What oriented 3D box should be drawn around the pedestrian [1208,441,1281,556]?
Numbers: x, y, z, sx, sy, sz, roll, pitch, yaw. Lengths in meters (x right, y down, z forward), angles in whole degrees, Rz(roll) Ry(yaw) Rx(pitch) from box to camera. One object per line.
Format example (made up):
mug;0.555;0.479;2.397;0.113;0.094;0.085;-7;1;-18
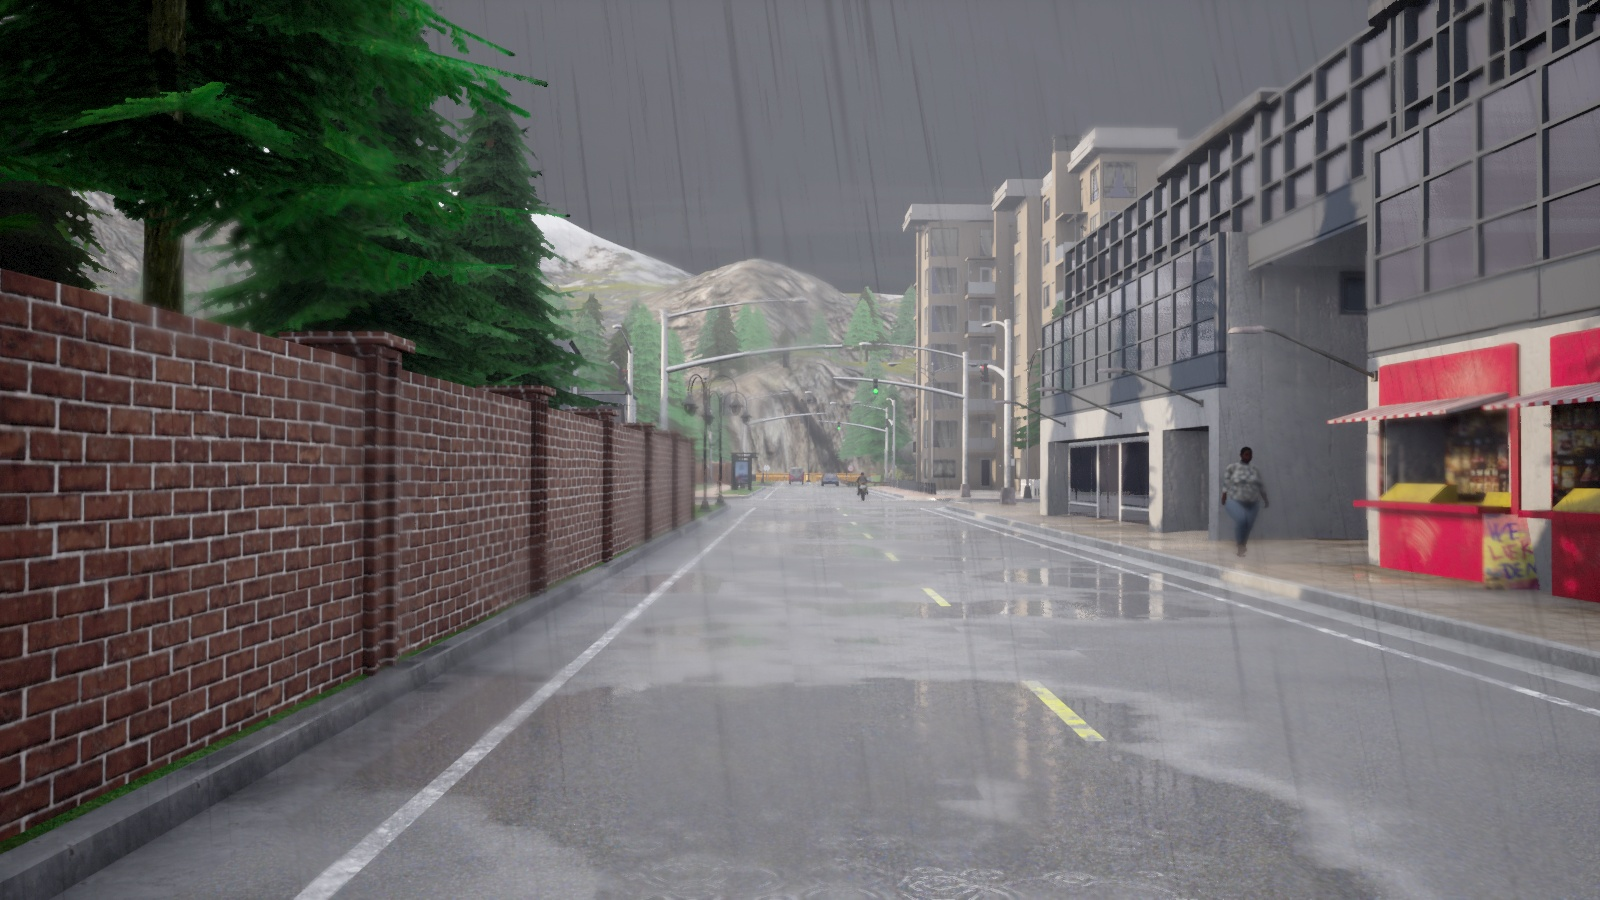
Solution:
pedestrian;7.359;0.795;20.844;0.874;1.855;0.900;0;-1;0
